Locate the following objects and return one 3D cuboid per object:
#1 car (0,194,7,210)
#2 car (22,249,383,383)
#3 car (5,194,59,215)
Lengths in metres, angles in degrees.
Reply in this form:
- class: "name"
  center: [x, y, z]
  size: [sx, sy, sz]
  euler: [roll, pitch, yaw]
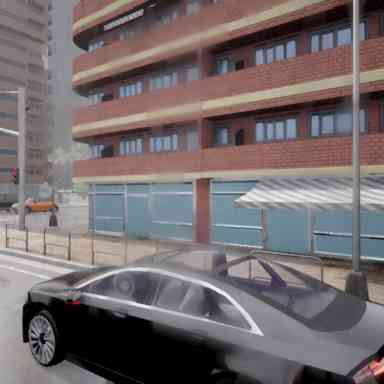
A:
- class: "car"
  center: [-20.213, 1.221, 35.044]
  size: [2.150, 2.045, 5.566]
  euler: [0, 0, 35]
- class: "car"
  center: [-0.202, 1.491, 4.132]
  size: [4.902, 1.511, 2.128]
  euler: [0, 0, 35]
- class: "car"
  center: [-16.287, 1.352, 34.487]
  size: [2.097, 1.767, 4.553]
  euler: [0, 0, 36]
